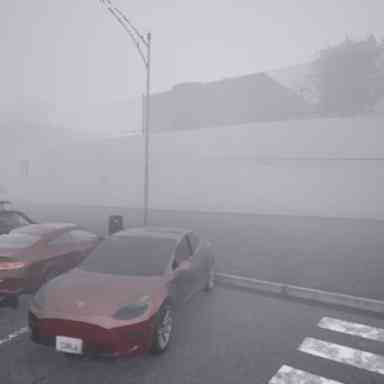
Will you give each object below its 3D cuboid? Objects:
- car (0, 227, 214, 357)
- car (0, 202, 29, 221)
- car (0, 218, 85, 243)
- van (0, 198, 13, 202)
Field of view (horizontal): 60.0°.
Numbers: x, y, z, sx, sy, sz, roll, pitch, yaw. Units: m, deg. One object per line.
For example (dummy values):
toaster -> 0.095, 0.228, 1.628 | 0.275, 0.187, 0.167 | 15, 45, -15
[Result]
car -> -0.860, 1.493, 6.383 | 2.163, 1.488, 4.792 | 1, 0, 16
car -> -5.735, 1.303, 9.864 | 2.185, 1.767, 4.553 | 0, -1, 15
car -> -3.304, 1.486, 8.155 | 2.002, 1.452, 4.674 | 0, -1, 16
van -> -8.123, 1.186, 11.741 | 1.878, 1.987, 4.442 | 0, -1, 16
